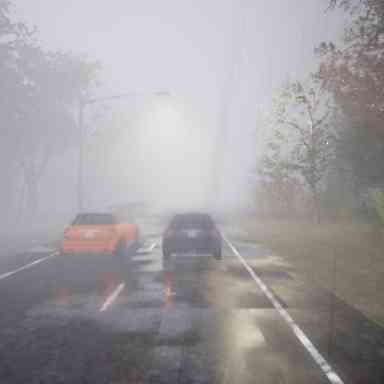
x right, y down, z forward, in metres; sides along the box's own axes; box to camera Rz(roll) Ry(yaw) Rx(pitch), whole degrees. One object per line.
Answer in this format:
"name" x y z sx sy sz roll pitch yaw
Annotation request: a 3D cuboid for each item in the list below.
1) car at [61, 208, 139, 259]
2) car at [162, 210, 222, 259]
"car" -3.479 1.496 13.434 2.097 1.767 4.553 0 -1 1
"car" 0.021 1.496 13.438 2.097 1.767 4.553 0 -1 1
